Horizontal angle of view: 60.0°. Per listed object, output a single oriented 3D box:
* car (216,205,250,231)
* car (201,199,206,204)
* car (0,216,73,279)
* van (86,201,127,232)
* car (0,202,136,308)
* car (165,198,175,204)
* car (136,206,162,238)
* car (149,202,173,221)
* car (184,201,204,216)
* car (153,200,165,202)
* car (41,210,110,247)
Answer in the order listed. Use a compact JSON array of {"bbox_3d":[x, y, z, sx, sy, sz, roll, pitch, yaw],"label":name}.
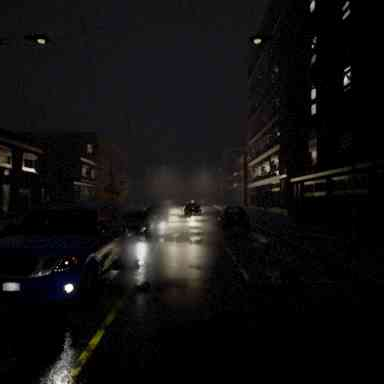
[{"bbox_3d":[2.707,1.672,22.617,1.967,1.590,4.097,1,-1,0],"label":"car"},{"bbox_3d":[2.707,2.403,85.336,1.752,1.417,4.829,1,-1,0],"label":"car"},{"bbox_3d":[-5.752,1.660,11.187,1.887,1.381,4.507,1,-1,0],"label":"car"},{"bbox_3d":[-5.671,1.572,22.558,1.690,1.788,3.998,1,-1,0],"label":"van"},{"bbox_3d":[-3.092,1.309,8.506,2.150,2.045,5.566,0,-1,0],"label":"car"},{"bbox_3d":[-5.671,2.256,79.420,1.967,1.590,4.097,1,-1,0],"label":"car"},{"bbox_3d":[-3.088,1.743,19.066,2.033,1.411,5.357,0,-1,-1],"label":"car"},{"bbox_3d":[-3.080,1.871,30.043,1.994,1.385,4.181,0,-1,0],"label":"car"},{"bbox_3d":[0.101,1.989,37.874,1.895,1.301,4.718,0,-1,0],"label":"car"},{"bbox_3d":[-5.675,2.104,50.987,1.802,1.307,4.206,1,-1,0],"label":"car"},{"bbox_3d":[-5.676,1.718,16.868,1.887,1.381,4.507,1,-1,0],"label":"car"}]
